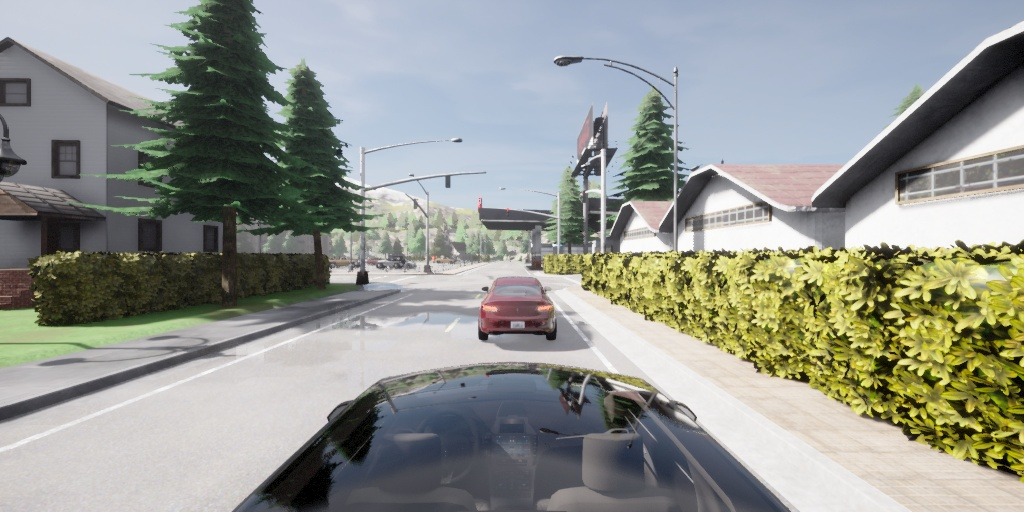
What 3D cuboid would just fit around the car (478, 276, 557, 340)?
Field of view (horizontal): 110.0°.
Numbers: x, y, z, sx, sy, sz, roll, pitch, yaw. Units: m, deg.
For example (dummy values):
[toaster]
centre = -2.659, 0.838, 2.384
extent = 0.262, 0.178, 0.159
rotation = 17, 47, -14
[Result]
[car]
centre = 0.128, 1.276, 9.804
extent = 1.812, 1.442, 4.674
rotation = 0, 0, 0
